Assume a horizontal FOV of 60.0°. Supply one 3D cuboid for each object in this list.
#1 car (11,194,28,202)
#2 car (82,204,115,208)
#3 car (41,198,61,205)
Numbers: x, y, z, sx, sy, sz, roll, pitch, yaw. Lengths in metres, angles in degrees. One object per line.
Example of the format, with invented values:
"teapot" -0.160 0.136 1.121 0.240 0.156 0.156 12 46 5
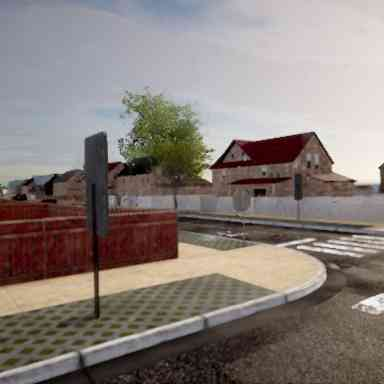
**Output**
"car" -40.261 1.444 78.360 2.150 2.045 5.566 -2 1 -37
"car" -8.986 1.553 31.733 2.033 1.411 5.357 -2 1 -37
"car" -19.708 1.661 46.255 1.837 1.490 4.892 -2 1 -37
